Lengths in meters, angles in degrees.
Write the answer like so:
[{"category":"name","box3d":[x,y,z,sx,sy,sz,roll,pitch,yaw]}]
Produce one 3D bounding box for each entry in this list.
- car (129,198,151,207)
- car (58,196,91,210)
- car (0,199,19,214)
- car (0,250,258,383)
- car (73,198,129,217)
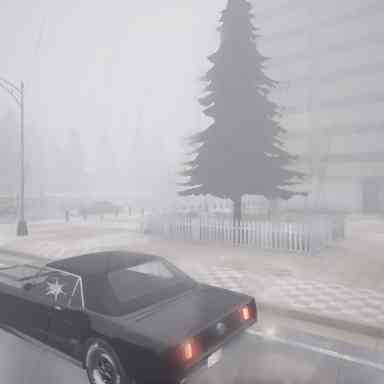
[{"category":"car","box3d":[-8.490,1.547,50.392,2.033,1.411,5.357,0,0,36]},{"category":"car","box3d":[-14.505,1.352,42.068,2.097,1.767,4.553,0,0,36]},{"category":"car","box3d":[-20.406,1.478,33.896,1.882,1.535,5.008,0,0,36]},{"category":"car","box3d":[-1.538,1.601,5.108,4.718,1.301,1.895,0,0,36]},{"category":"car","box3d":[-8.647,1.525,31.931,1.812,1.442,4.674,0,0,36]}]
